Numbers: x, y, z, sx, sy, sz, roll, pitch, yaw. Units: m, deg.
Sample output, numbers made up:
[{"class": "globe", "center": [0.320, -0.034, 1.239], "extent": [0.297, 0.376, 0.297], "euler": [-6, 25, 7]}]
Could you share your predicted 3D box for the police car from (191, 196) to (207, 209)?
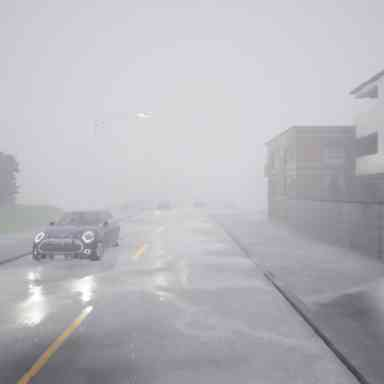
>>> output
[{"class": "police car", "center": [1.174, 1.834, 52.643], "extent": [1.930, 1.638, 5.238], "euler": [0, 0, 0]}]

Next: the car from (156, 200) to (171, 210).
[{"class": "car", "center": [-4.088, 1.857, 48.938], "extent": [1.882, 1.535, 5.008], "euler": [0, 0, 0]}]

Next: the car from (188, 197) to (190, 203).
[{"class": "car", "center": [-0.040, 2.055, 88.207], "extent": [2.128, 1.511, 4.902], "euler": [0, 0, 0]}]

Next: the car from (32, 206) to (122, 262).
[{"class": "car", "center": [-4.104, 1.449, 12.549], "extent": [2.097, 1.767, 4.553], "euler": [0, 0, 0]}]

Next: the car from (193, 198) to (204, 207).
[{"class": "car", "center": [1.169, 1.963, 62.533], "extent": [1.882, 1.535, 5.008], "euler": [0, 0, 0]}]
